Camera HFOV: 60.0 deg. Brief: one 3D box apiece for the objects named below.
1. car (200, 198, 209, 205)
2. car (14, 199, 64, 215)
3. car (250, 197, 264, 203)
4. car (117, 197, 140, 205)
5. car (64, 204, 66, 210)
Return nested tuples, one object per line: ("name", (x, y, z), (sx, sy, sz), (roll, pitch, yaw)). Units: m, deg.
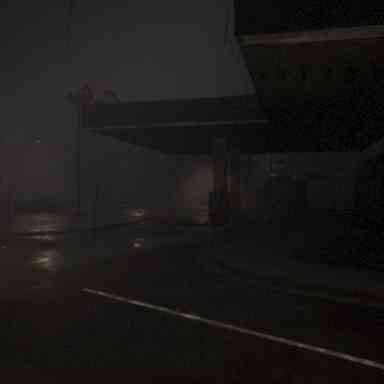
("car", (3.603, 1.823, 64.626), (4.181, 1.385, 1.994), (0, 0, -21))
("car", (-18.023, 1.759, 38.855), (1.882, 1.535, 5.008), (-1, 0, 36))
("car", (15.892, 1.835, 77.539), (4.718, 1.301, 1.895), (0, 0, 0))
("car", (-12.953, 1.730, 67.479), (4.553, 1.767, 2.097), (0, 0, -38))
("car", (-18.917, 1.659, 43.618), (2.097, 1.767, 4.553), (-1, 0, 36))
